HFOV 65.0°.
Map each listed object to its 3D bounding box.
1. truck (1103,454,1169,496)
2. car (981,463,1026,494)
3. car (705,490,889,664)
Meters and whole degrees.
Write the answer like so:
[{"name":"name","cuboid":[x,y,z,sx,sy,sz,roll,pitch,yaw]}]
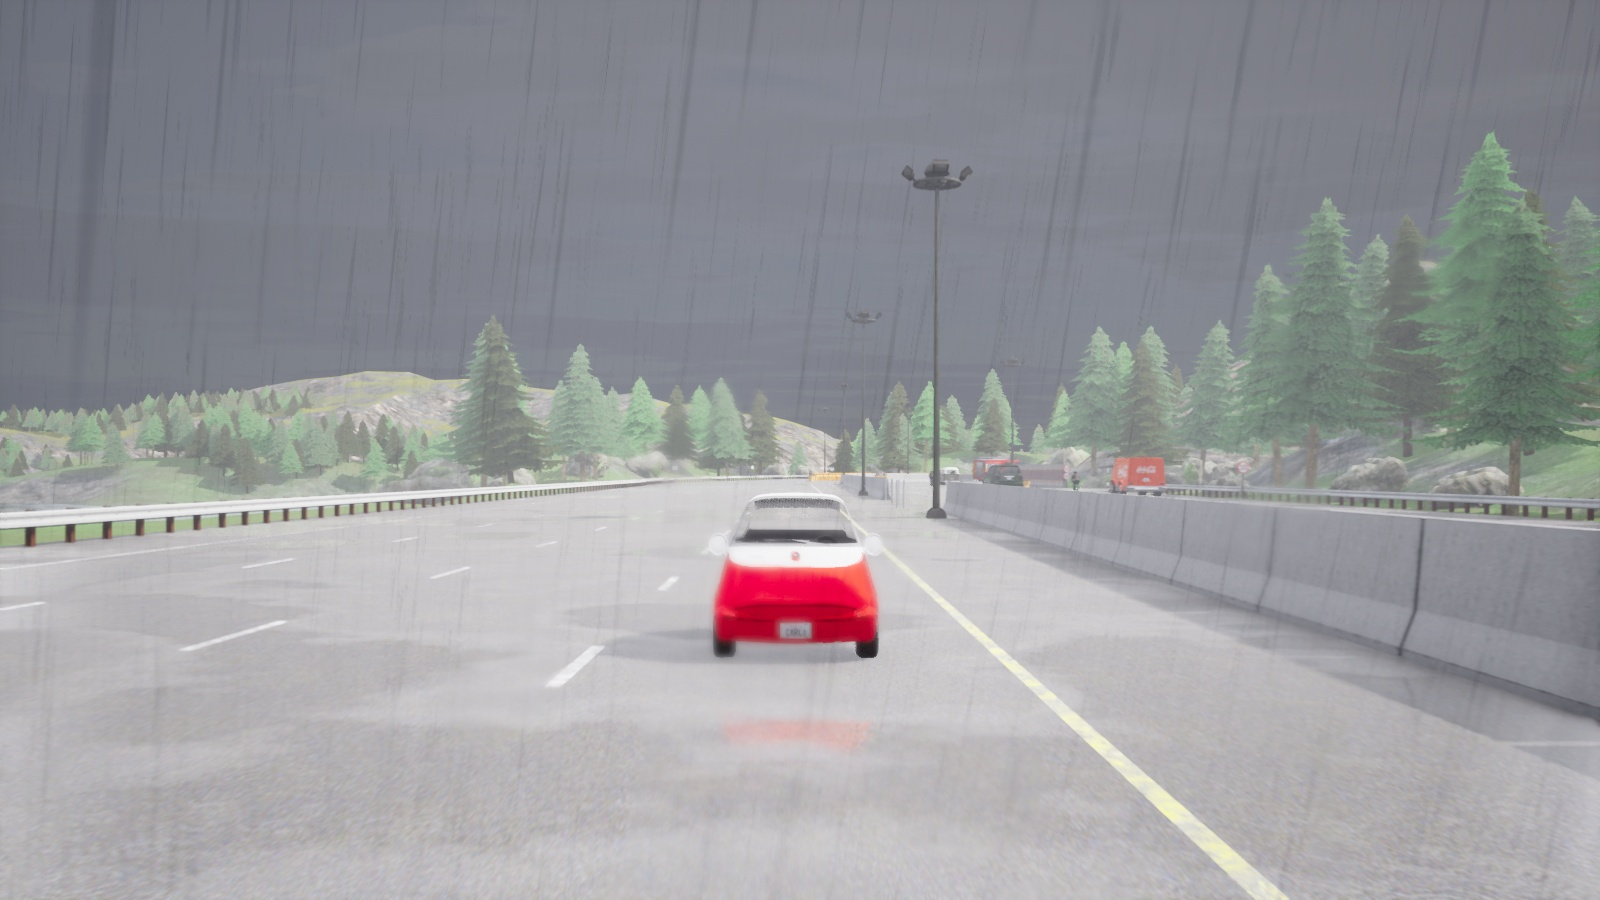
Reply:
[{"name":"truck","cuboid":[20.816,1.551,78.050,2.627,2.467,5.204,0,-1,0]},{"name":"car","cuboid":[13.798,1.914,85.644,2.150,2.045,5.566,0,-1,0]},{"name":"car","cuboid":[-0.025,1.058,11.230,1.481,1.376,2.207,0,-1,0]}]
